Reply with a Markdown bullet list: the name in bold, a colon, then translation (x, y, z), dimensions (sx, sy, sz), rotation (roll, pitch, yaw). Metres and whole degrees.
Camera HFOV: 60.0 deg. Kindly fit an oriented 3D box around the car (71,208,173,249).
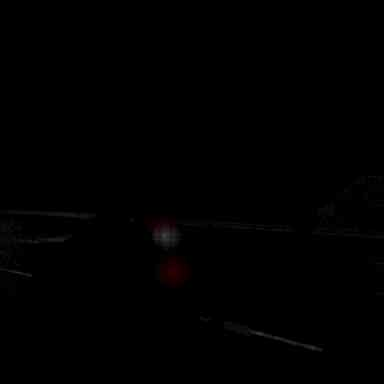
- **car**: translation (-3.081, 1.457, 14.222), dimensions (4.892, 1.490, 1.837), rotation (1, 1, 32)
